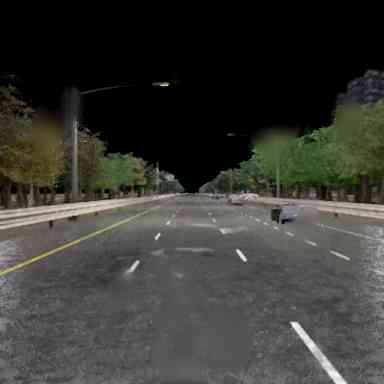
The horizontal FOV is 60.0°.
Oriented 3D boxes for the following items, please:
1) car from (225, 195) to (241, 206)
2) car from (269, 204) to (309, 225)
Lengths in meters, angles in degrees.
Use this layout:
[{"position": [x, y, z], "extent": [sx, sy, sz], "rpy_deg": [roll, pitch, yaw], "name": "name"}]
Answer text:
[{"position": [7.132, 1.584, 56.088], "extent": [2.033, 1.411, 5.357], "rpy_deg": [0, 0, 0], "name": "car"}, {"position": [7.023, 1.582, 24.385], "extent": [1.994, 1.385, 4.181], "rpy_deg": [0, 0, 0], "name": "car"}]
